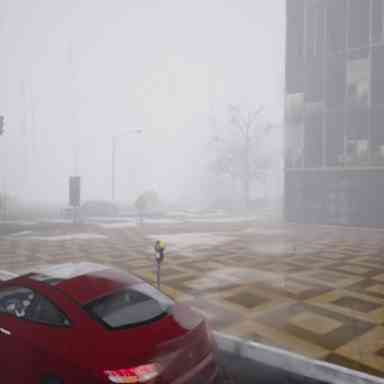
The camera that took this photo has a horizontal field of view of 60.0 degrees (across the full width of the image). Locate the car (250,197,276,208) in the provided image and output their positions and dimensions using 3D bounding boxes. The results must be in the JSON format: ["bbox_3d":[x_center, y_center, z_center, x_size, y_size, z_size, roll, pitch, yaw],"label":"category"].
[{"bbox_3d":[9.709,1.464,46.892,1.812,1.442,4.674,1,1,35],"label":"car"}]

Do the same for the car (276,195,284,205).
[{"bbox_3d":[15.268,1.271,55.066,2.097,1.767,4.553,1,1,34],"label":"car"}]

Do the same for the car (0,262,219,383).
[{"bbox_3d":[-1.660,1.580,4.209,4.206,1.307,1.802,0,1,36],"label":"car"}]

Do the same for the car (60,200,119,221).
[{"bbox_3d":[-8.081,1.432,26.546,2.128,1.511,4.902,1,1,34],"label":"car"}]

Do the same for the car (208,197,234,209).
[{"bbox_3d":[3.990,1.430,44.086,1.812,1.442,4.674,1,1,35],"label":"car"}]

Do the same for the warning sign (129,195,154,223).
[{"bbox_3d":[-3.488,1.138,22.950,1.300,1.860,1.060,1,1,34],"label":"warning sign"}]
